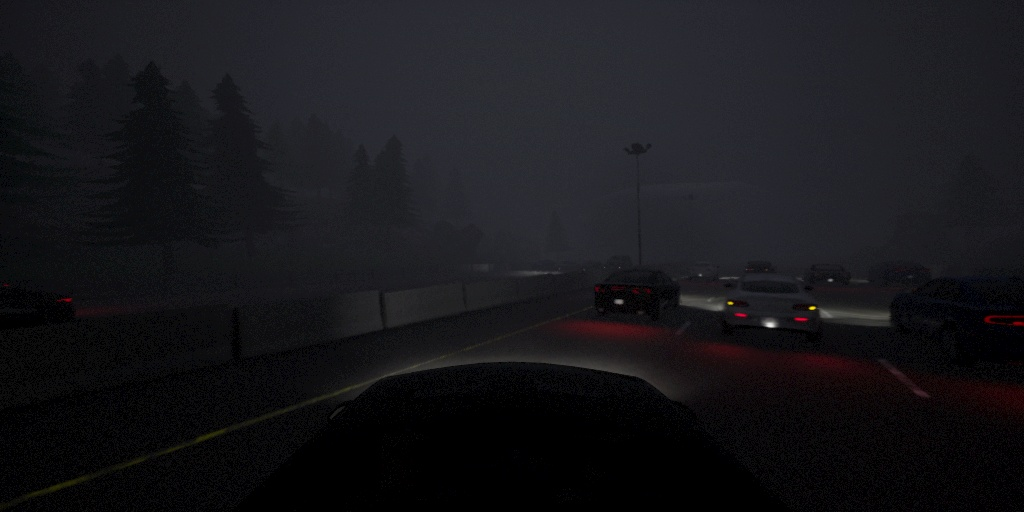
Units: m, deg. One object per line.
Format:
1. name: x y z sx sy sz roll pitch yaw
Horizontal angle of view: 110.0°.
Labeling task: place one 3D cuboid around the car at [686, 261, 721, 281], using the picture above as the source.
1. car: 14.844 1.133 27.734 1.812 1.442 4.674 0 0 34

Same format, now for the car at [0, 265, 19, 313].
1. car: -21.079 1.293 12.455 2.097 1.767 4.553 0 0 34

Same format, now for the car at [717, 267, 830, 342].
1. car: 6.697 1.177 9.428 1.812 1.442 4.674 0 0 34

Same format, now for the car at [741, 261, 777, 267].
1. car: 17.825 1.088 25.870 1.837 1.490 4.892 0 0 34

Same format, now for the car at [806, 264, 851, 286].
1. car: 20.374 1.162 23.391 1.895 1.301 4.718 0 0 34

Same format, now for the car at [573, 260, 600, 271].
1. car: 10.282 1.276 46.125 2.033 1.411 5.357 0 0 34

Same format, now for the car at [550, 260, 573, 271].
1. car: 7.367 1.340 48.061 1.895 1.301 4.718 0 0 34

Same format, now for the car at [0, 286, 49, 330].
1. car: -12.420 1.472 6.513 1.895 1.301 4.718 0 0 34

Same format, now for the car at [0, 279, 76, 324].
1. car: -14.706 1.446 9.379 1.994 1.385 4.181 0 0 34

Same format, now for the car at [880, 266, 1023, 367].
1. car: 9.236 1.110 6.936 1.882 1.535 5.008 0 0 34

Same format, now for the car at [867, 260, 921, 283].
1. car: 23.822 1.014 22.243 1.882 1.535 5.008 0 0 34

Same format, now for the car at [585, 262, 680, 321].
1. car: 4.451 1.144 12.354 1.882 1.535 5.008 0 0 34

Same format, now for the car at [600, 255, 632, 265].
1. car: 13.159 0.943 44.134 2.150 2.045 5.566 0 0 34

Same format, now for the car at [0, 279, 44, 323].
1. car: -18.011 1.515 10.741 1.895 1.301 4.718 0 0 34

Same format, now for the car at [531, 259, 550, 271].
1. car: 4.475 1.225 50.034 1.882 1.535 5.008 0 0 34
